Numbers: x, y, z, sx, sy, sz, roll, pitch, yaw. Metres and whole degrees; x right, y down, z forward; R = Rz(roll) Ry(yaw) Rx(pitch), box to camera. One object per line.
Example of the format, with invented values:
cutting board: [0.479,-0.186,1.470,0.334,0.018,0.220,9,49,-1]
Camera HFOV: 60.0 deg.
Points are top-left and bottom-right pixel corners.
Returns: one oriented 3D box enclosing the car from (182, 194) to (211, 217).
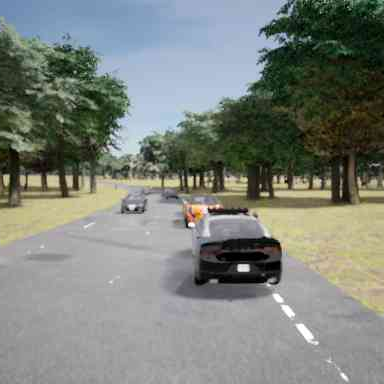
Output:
car: [0.265,0.935,25.041,1.812,1.442,4.674,0,1,-4]

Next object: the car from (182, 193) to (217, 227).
car: [0.594,0.909,18.976,2.097,1.767,4.553,0,1,-3]

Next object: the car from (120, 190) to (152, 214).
car: [-4.527,0.871,26.614,2.128,1.511,4.902,0,1,-4]

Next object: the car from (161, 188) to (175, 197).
car: [-4.282,0.077,59.105,2.033,1.411,5.357,0,2,-9]

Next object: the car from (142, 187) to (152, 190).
car: [-9.251,-0.197,67.757,2.128,1.511,4.902,0,2,-9]

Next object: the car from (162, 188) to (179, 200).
car: [-2.938,0.359,48.721,2.033,1.411,5.357,0,2,-6]

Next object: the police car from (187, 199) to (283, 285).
police car: [0.946,1.217,9.057,1.930,1.638,5.238,0,1,-1]
